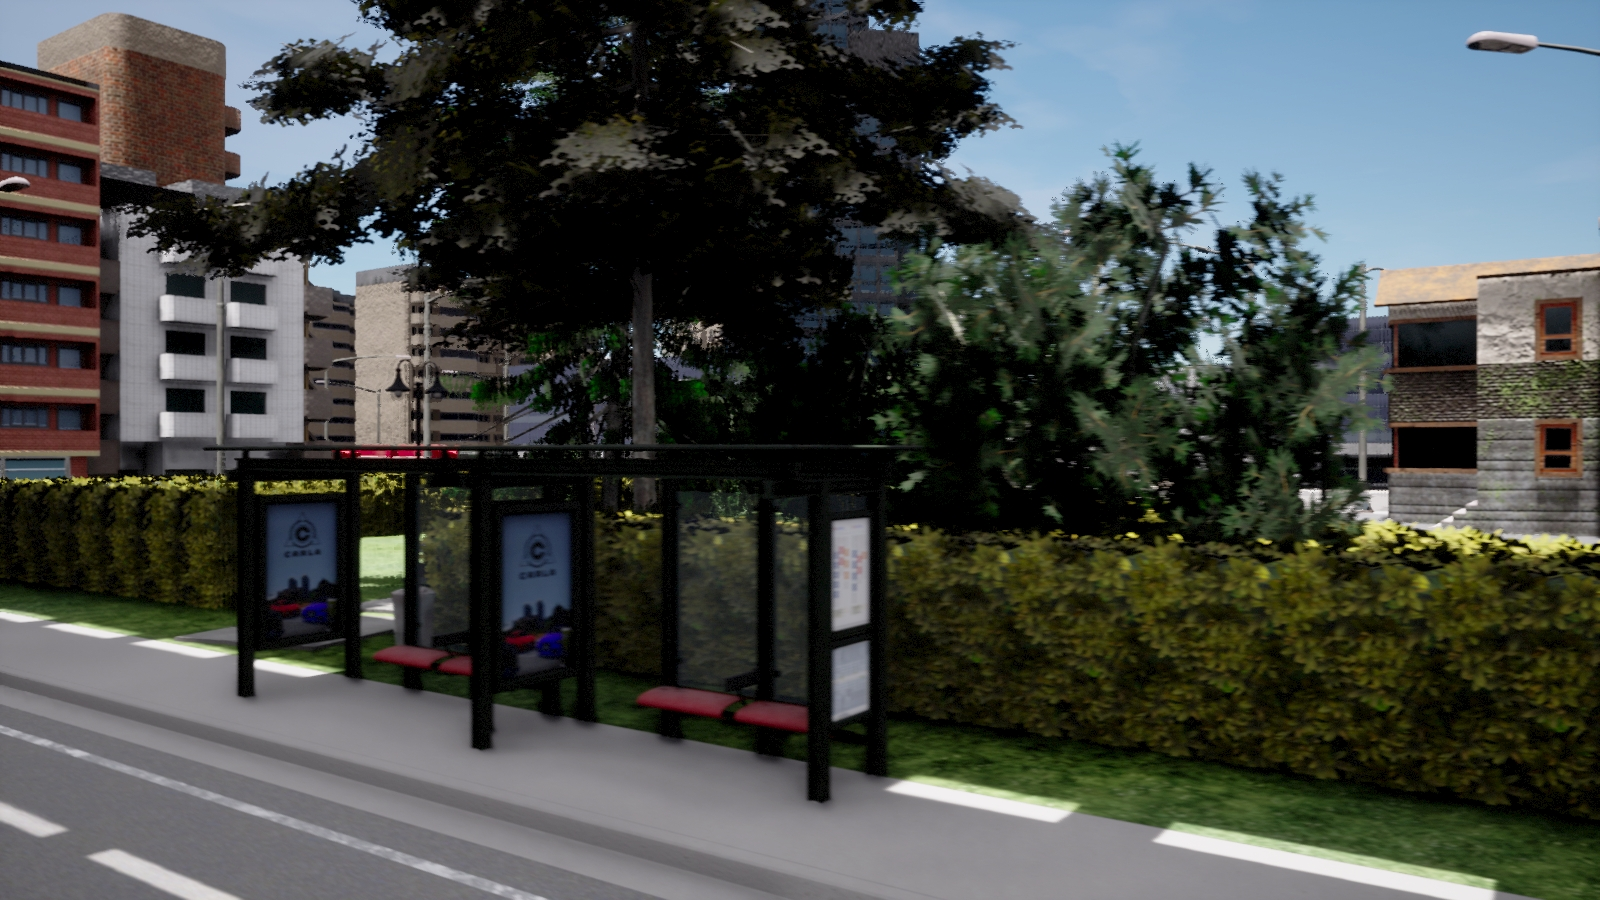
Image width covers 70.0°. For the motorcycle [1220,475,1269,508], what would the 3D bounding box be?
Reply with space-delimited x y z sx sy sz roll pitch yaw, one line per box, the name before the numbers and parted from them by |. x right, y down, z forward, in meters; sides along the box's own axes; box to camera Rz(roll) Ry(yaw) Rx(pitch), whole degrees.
motorcycle | 21.164 1.974 54.450 2.033 1.505 0.803 -1 0 34
